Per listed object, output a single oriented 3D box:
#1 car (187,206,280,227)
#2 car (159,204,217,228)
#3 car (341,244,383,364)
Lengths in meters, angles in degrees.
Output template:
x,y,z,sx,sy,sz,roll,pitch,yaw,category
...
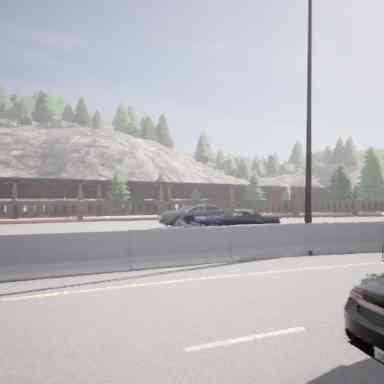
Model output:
x,y,z,sx,sy,sz,roll,pitch,yaw,category
2.371,1.619,18.603,4.718,1.301,1.895,0,0,-18,car
0.307,1.510,21.545,4.902,1.511,2.128,0,0,-18,car
4.276,1.495,4.254,4.902,1.511,2.128,0,0,-20,car
